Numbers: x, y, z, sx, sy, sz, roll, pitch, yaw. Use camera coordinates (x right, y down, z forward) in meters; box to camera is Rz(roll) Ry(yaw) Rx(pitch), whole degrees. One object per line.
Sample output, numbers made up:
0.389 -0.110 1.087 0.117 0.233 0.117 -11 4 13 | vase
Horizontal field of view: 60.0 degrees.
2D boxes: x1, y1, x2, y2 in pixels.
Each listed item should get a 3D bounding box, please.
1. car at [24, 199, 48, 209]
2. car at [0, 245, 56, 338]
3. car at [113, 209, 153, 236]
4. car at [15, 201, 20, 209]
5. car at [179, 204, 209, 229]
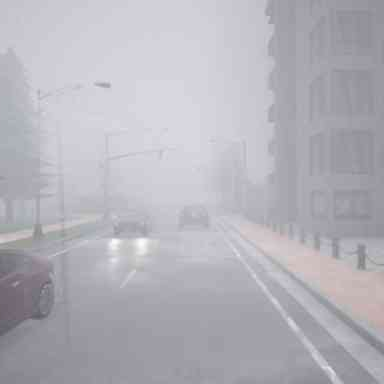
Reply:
-24.914 1.803 53.265 1.932 1.855 4.605 0 -1 -1 | car
-3.584 1.585 4.859 1.812 1.442 4.674 0 -1 0 | car
-3.463 1.776 20.394 1.812 1.442 4.674 0 -1 0 | car
-27.419 1.799 52.824 1.905 1.878 3.866 0 -1 -1 | car
0.148 1.655 24.546 2.097 1.767 4.553 0 -1 0 | car
